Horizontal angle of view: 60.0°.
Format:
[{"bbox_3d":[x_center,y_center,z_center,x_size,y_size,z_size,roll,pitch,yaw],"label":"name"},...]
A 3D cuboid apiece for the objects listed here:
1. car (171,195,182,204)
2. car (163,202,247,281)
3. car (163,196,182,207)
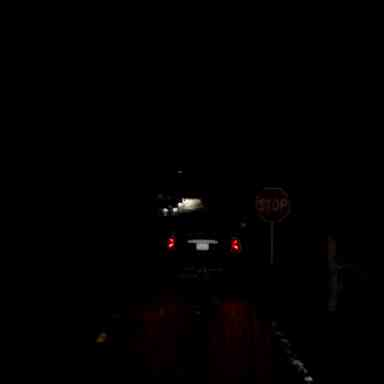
[{"bbox_3d":[-2.766,1.382,60.999,1.812,1.442,4.674,0,0,1],"label":"car"},{"bbox_3d":[0.581,1.334,10.094,2.097,1.767,4.553,0,0,9],"label":"car"},{"bbox_3d":[-2.819,1.450,45.540,2.033,1.411,5.357,0,0,0],"label":"car"}]
